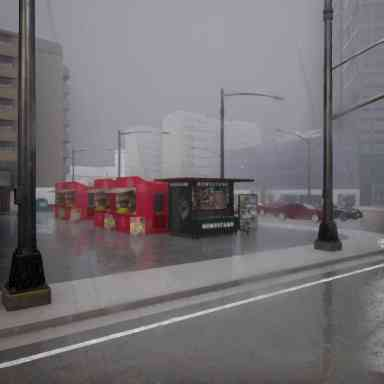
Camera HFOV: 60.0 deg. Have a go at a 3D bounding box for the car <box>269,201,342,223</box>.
[{"bbox_3d":[9.011,1.589,26.889,1.882,1.535,5.008,0,-1,-38],"label":"car"}]

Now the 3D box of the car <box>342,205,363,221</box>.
[{"bbox_3d":[12.238,1.672,28.434,1.994,1.385,4.181,0,-1,-35],"label":"car"}]

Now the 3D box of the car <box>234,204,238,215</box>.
[{"bbox_3d":[3.558,1.750,34.446,1.812,1.442,4.674,0,-1,-36],"label":"car"}]

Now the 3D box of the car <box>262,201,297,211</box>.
[{"bbox_3d":[12.200,1.895,46.697,1.895,1.301,4.718,0,-1,-36],"label":"car"}]

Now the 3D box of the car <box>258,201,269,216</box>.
[{"bbox_3d":[6.961,1.689,35.710,1.882,1.535,5.008,0,-1,-36],"label":"car"}]
